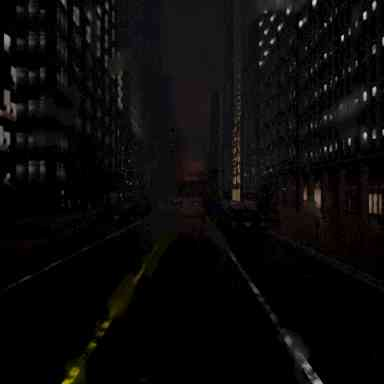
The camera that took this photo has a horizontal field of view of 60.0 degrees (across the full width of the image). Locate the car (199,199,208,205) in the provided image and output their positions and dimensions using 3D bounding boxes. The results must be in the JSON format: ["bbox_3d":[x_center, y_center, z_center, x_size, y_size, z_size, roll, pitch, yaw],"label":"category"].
[{"bbox_3d":[2.746,2.425,80.323,2.008,1.369,4.403,-1,-1,0],"label":"car"}]

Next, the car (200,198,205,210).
[{"bbox_3d":[2.721,1.881,51.910,2.192,1.841,5.009,-1,-1,0],"label":"car"}]

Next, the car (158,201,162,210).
[{"bbox_3d":[-5.661,2.049,46.230,1.887,1.381,4.507,-1,-1,0],"label":"car"}]

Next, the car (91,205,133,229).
[{"bbox_3d":[-5.680,1.697,23.499,1.967,1.590,4.097,-1,-1,0],"label":"car"}]

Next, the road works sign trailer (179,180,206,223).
[{"bbox_3d":[0.038,0.780,28.921,2.380,3.560,2.880,0,-1,0],"label":"road works sign trailer"}]

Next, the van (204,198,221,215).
[{"bbox_3d":[2.713,1.783,40.543,1.690,1.788,3.998,-1,-1,0],"label":"van"}]

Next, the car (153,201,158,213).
[{"bbox_3d":[-5.666,2.008,40.547,1.947,1.339,4.313,-1,-1,0],"label":"car"}]

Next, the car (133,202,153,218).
[{"bbox_3d":[-5.671,1.932,34.864,2.008,1.369,4.403,-1,-1,0],"label":"car"}]

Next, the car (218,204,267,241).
[{"bbox_3d":[2.696,1.635,17.809,1.967,1.590,4.097,-1,-1,0],"label":"car"}]

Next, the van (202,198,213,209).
[{"bbox_3d":[2.726,1.969,57.593,1.690,1.788,3.998,-1,-1,0],"label":"van"}]

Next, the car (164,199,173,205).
[{"bbox_3d":[-5.635,2.425,80.330,2.008,1.369,4.403,-1,-1,0],"label":"car"}]

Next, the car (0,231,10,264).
[{"bbox_3d":[-5.694,1.512,6.449,1.967,1.590,4.097,-1,-1,0],"label":"car"}]

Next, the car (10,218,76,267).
[{"bbox_3d":[-5.688,1.657,11.961,1.752,1.417,4.829,-1,-1,0],"label":"car"}]

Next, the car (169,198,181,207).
[{"bbox_3d":[-2.960,2.312,65.281,1.895,1.301,4.718,0,-1,0],"label":"car"}]

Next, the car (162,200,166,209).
[{"bbox_3d":[-5.658,2.117,51.914,2.008,1.369,4.403,-1,-1,0],"label":"car"}]

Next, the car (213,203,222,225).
[{"bbox_3d":[2.701,1.784,23.661,1.752,1.417,4.829,-1,-1,0],"label":"car"}]

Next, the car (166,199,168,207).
[{"bbox_3d":[-5.652,2.210,57.597,1.802,1.307,4.206,-1,-1,0],"label":"car"}]

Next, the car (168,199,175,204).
[{"bbox_3d":[-5.626,2.580,91.696,1.802,1.307,4.206,-1,-1,0],"label":"car"}]
